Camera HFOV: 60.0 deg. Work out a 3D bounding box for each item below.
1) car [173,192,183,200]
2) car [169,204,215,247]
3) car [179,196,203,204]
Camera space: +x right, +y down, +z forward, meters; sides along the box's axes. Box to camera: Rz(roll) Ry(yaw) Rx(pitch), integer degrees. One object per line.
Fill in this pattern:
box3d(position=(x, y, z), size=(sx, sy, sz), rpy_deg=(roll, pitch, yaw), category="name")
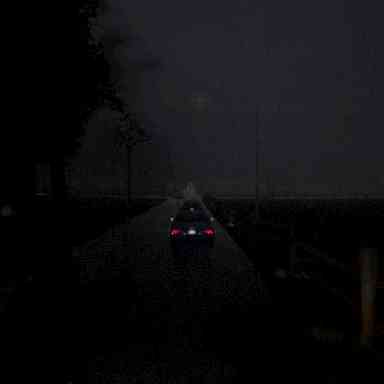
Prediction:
box3d(position=(-2.749, 0.826, 66.670), size=(1.812, 1.442, 4.674), rpy_deg=(0, 1, 0), category="car")
box3d(position=(0.000, 1.504, 14.658), size=(2.033, 1.411, 5.357), rpy_deg=(0, 0, 0), category="car")
box3d(position=(0.001, 1.378, 29.664), size=(1.994, 1.385, 4.181), rpy_deg=(0, 1, 0), category="car")
